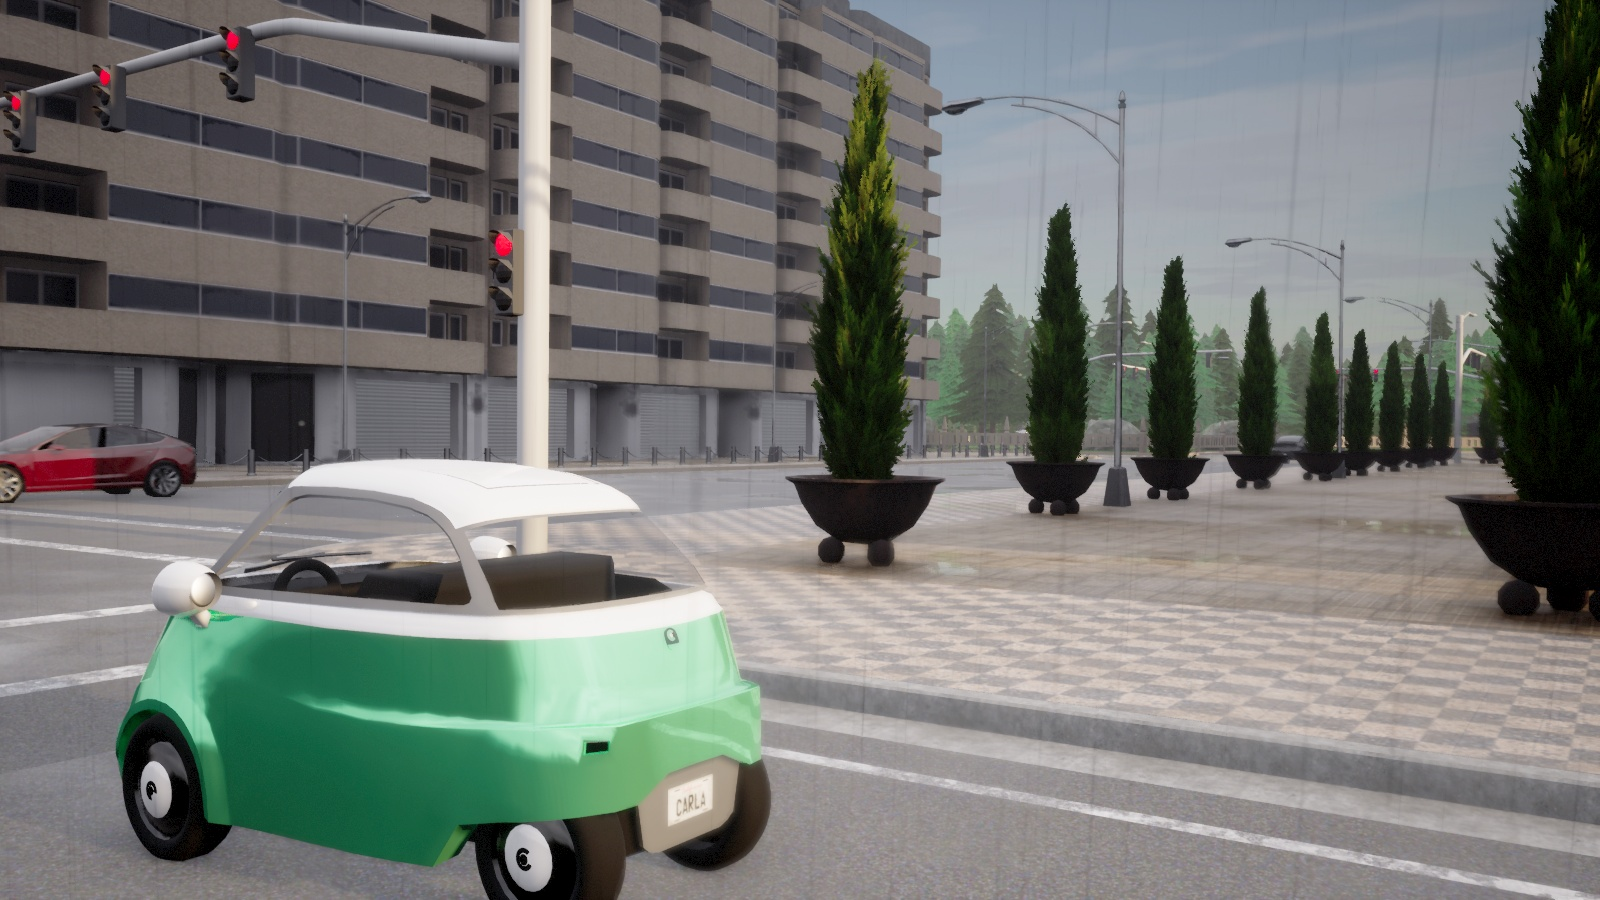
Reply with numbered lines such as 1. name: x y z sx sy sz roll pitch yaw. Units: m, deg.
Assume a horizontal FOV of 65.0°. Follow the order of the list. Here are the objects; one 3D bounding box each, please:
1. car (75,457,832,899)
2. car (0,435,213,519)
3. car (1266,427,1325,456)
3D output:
1. car: -1.218 0.737 4.433 2.207 1.376 1.481 0 1 34
2. car: -14.344 0.471 24.498 2.163 1.488 4.792 0 1 34
3. car: 25.734 -0.444 65.162 1.837 1.490 4.892 0 0 34
